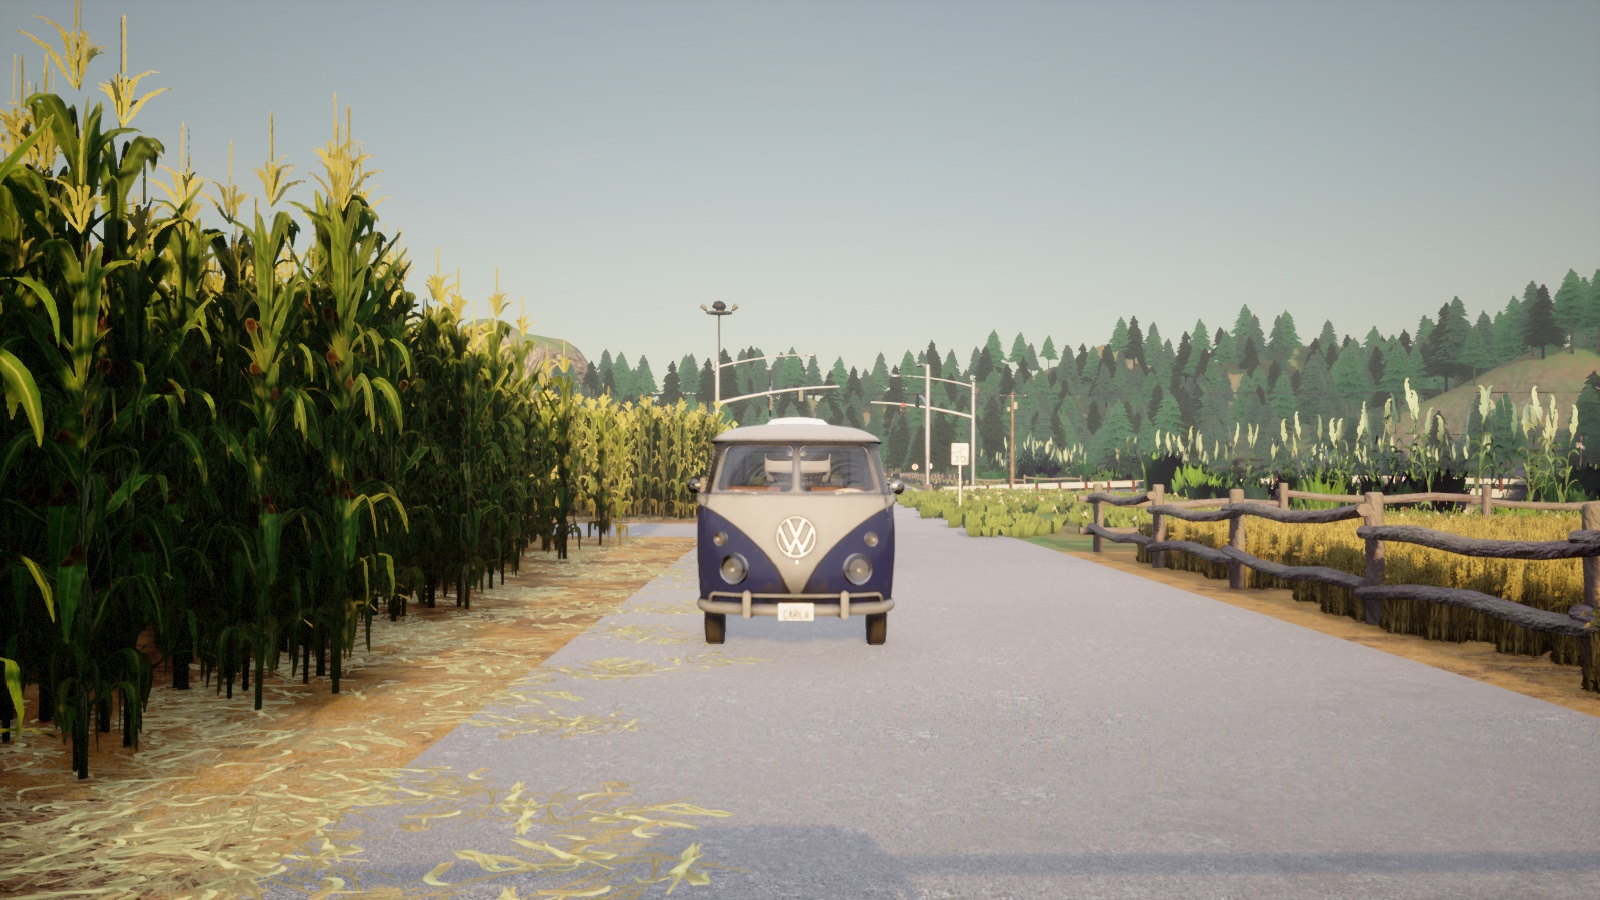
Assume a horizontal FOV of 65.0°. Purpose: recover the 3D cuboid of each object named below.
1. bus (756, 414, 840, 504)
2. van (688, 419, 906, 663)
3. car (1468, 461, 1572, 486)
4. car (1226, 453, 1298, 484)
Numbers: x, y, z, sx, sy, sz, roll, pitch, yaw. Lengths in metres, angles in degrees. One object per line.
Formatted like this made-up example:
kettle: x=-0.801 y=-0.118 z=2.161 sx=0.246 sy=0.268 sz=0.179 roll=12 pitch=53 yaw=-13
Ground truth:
bus: x=-0.168 y=0.521 z=64.628 sx=3.944 sy=4.253 sz=10.273 roll=0 pitch=-1 yaw=-1
van: x=-0.032 y=0.777 z=12.486 sx=1.775 sy=1.987 sz=4.442 roll=0 pitch=-1 yaw=0
car: x=46.027 y=1.488 z=80.373 sx=5.357 sy=1.411 sz=2.033 roll=2 pitch=-1 yaw=8
car: x=29.076 y=1.162 z=79.072 sx=3.866 sy=1.878 sz=1.905 roll=-2 pitch=-1 yaw=7
